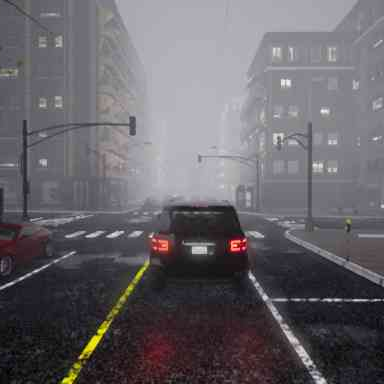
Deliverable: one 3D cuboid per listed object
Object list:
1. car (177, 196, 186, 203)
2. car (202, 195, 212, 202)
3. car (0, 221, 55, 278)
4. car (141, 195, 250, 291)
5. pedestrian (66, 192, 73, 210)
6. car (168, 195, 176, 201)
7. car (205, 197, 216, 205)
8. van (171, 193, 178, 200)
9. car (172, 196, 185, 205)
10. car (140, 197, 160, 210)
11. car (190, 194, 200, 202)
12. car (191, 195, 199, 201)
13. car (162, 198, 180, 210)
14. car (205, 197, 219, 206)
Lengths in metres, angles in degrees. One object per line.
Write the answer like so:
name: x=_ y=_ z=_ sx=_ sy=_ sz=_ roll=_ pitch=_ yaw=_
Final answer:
car: x=-2.302 y=1.513 z=71.915 sx=1.812 sy=1.442 sz=4.674 roll=0 pitch=0 yaw=1
car: x=3.426 y=1.430 z=76.184 sx=1.967 sy=1.590 sz=4.097 roll=0 pitch=0 yaw=1
car: x=-5.607 y=1.580 z=10.033 sx=1.802 sy=1.307 sz=4.206 roll=0 pitch=0 yaw=1
car: x=0.171 y=1.219 z=9.114 sx=2.150 sy=2.045 sz=5.566 roll=0 pitch=0 yaw=1
pedestrian: x=-12.395 y=0.897 z=33.504 sx=0.375 sy=1.860 sz=0.375 roll=0 pitch=-1 yaw=0
car: x=-4.899 y=1.515 z=81.741 sx=1.752 sy=1.417 sz=4.829 roll=0 pitch=0 yaw=1
car: x=3.260 y=1.536 z=59.268 sx=1.887 sy=1.381 sz=4.507 roll=0 pitch=0 yaw=1
van: x=-4.786 y=1.328 z=93.188 sx=1.690 sy=1.788 sz=3.998 roll=0 pitch=0 yaw=1
car: x=-2.466 y=1.555 z=61.610 sx=1.994 sy=1.385 sz=4.181 roll=0 pitch=0 yaw=1
car: x=-5.288 y=1.433 z=42.442 sx=1.967 sy=1.590 sz=4.097 roll=0 pitch=0 yaw=1
car: x=0.724 y=1.345 z=72.938 sx=2.097 sy=1.767 sz=4.553 roll=0 pitch=0 yaw=1
car: x=0.806 y=1.467 z=82.714 sx=1.882 sy=1.535 sz=5.008 roll=0 pitch=0 yaw=1
car: x=-2.671 y=1.557 z=43.069 sx=1.994 sy=1.385 sz=4.181 roll=0 pitch=0 yaw=2
car: x=3.204 y=1.542 z=53.630 sx=2.008 sy=1.369 sz=4.403 roll=0 pitch=0 yaw=1
